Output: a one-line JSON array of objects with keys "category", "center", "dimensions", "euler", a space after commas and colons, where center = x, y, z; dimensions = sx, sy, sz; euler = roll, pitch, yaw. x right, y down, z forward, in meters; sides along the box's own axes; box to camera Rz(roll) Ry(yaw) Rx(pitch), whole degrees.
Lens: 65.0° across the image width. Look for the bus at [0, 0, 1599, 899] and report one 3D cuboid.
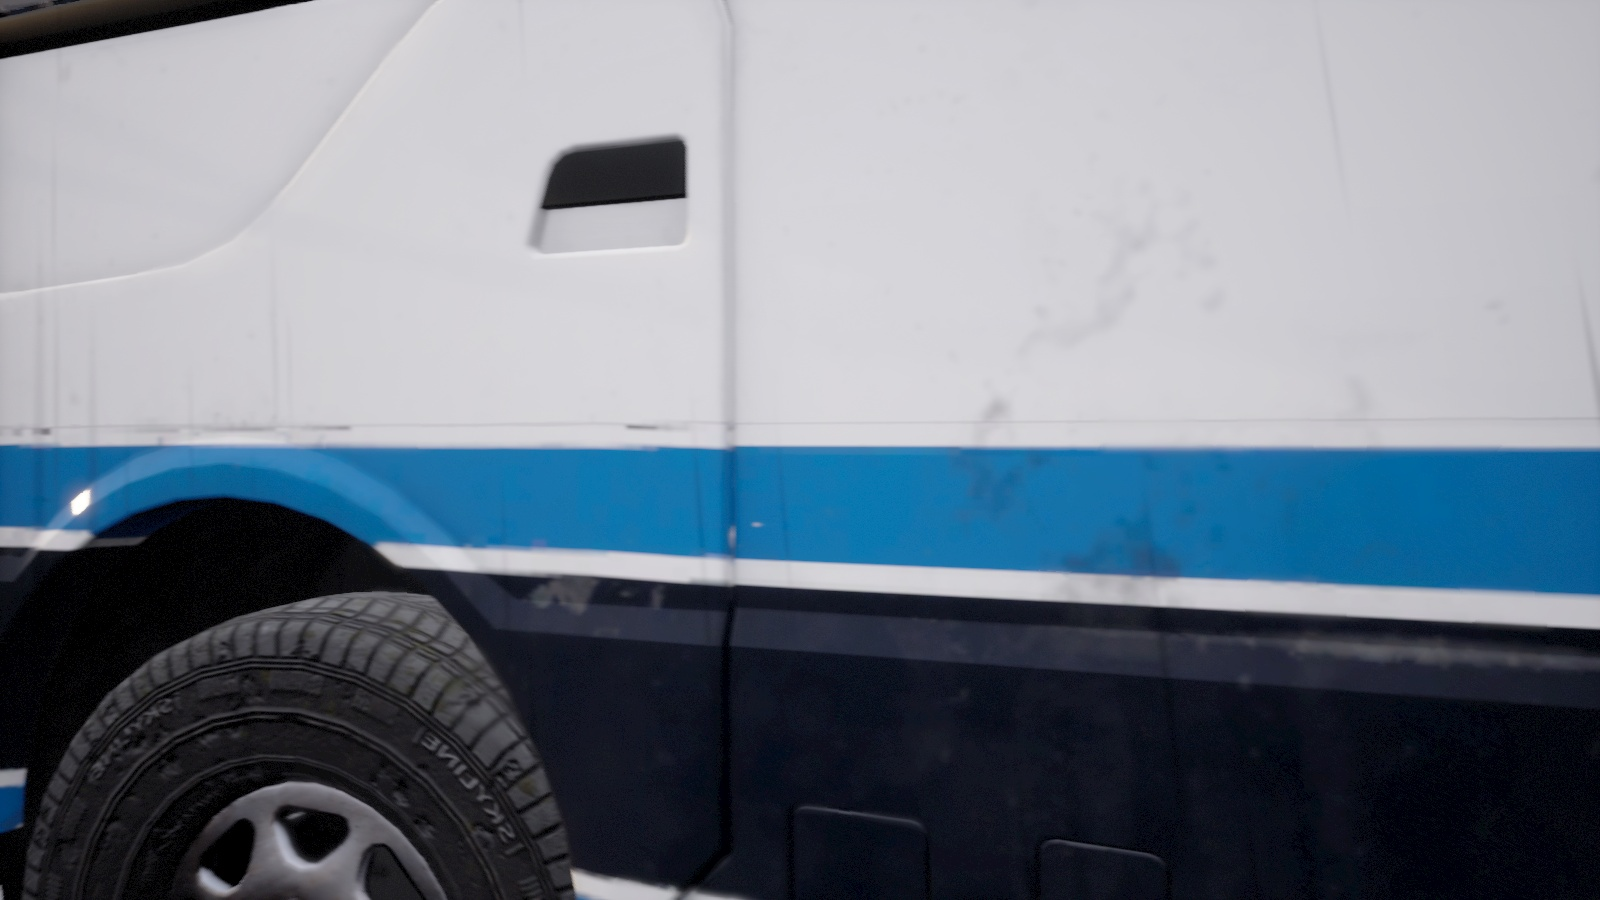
[{"category": "bus", "center": [2.385, -0.579, 2.363], "dimensions": [10.273, 4.253, 3.944], "euler": [1, 1, 23]}]
